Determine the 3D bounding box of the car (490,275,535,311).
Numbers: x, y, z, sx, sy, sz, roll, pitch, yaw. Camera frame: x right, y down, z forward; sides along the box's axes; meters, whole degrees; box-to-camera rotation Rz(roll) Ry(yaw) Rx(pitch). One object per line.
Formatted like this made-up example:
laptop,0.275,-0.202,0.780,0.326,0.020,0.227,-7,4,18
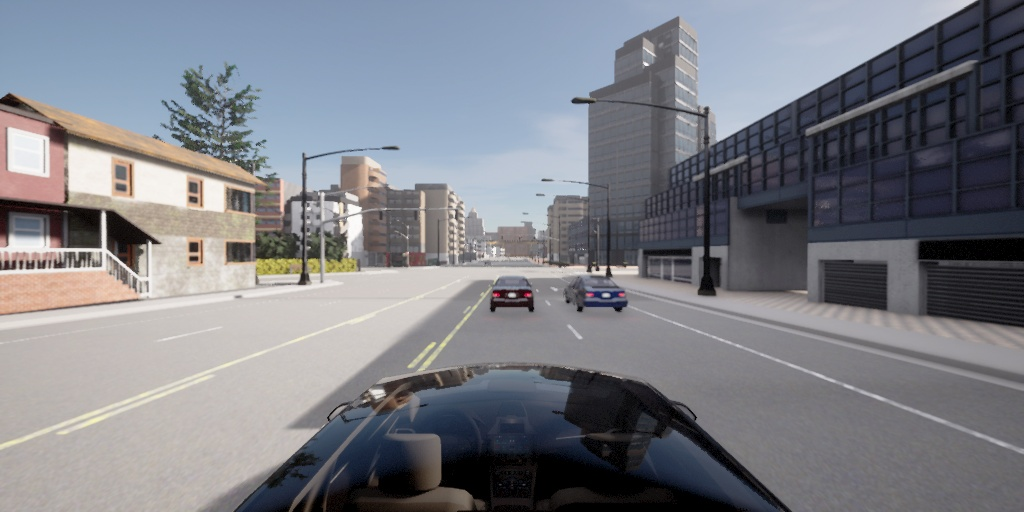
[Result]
car,0.002,1.565,15.845,2.033,1.411,5.357,0,-1,0

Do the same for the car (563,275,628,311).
car,3.502,1.565,15.844,2.033,1.411,5.357,0,-1,0
